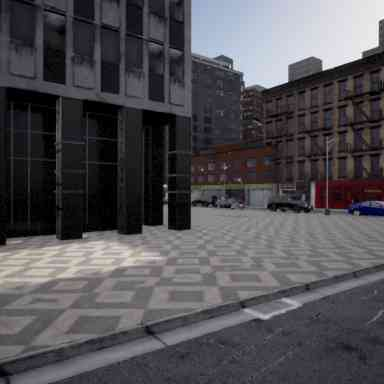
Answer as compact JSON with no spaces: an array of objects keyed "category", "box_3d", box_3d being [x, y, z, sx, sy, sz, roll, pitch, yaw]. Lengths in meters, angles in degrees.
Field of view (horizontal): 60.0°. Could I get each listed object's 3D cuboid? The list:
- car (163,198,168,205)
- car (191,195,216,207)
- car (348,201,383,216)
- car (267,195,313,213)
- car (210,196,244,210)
[{"category":"car","box_3d":[-4.041,1.844,65.042,1.837,1.490,4.892,0,0,-36]},{"category":"car","box_3d":[2.175,1.522,56.641,2.150,2.045,5.566,0,0,-36]},{"category":"car","box_3d":[17.167,1.577,30.820,1.882,1.535,5.008,0,-1,-37]},{"category":"car","box_3d":[11.320,1.392,38.821,2.150,2.045,5.566,0,-1,-36]},{"category":"car","box_3d":[5.286,1.727,47.076,2.128,1.511,4.902,0,0,-36]}]
